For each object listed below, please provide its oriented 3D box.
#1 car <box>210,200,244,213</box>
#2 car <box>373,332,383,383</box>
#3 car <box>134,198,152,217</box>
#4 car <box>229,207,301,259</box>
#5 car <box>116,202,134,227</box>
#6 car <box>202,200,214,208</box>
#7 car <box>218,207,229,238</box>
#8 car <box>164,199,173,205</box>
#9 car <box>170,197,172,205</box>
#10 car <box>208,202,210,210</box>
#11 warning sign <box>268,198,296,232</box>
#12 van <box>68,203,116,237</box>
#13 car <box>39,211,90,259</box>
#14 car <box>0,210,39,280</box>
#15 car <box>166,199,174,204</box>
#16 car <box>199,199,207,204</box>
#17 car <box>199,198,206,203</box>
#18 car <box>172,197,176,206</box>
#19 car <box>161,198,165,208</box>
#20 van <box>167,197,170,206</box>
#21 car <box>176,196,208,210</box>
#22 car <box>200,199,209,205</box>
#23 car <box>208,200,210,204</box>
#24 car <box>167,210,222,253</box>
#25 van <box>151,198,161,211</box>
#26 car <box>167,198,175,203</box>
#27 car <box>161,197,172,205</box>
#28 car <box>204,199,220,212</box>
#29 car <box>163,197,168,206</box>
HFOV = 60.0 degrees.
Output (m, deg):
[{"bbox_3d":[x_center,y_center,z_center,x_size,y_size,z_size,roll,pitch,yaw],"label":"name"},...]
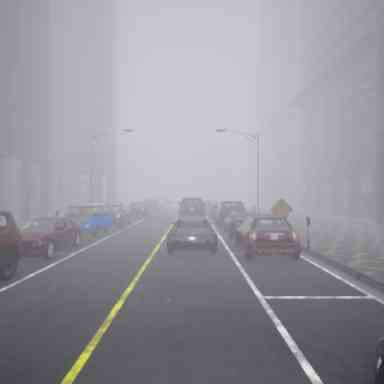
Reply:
[{"bbox_3d":[2.770,1.545,24.361,2.192,1.841,5.009,0,-1,0],"label":"car"},{"bbox_3d":[2.761,1.569,1.815,2.008,1.369,4.403,0,-1,0],"label":"car"},{"bbox_3d":[-5.750,1.777,35.627,1.967,1.590,4.097,0,-1,0],"label":"car"},{"bbox_3d":[2.765,1.564,13.087,1.967,1.590,4.097,0,-1,0],"label":"car"},{"bbox_3d":[-5.755,1.670,24.354,1.967,1.590,4.097,0,-1,0],"label":"car"},{"bbox_3d":[2.785,2.118,58.174,1.947,1.339,4.313,0,-1,0],"label":"car"},{"bbox_3d":[2.768,1.743,18.722,1.947,1.339,4.313,0,-1,0],"label":"car"},{"bbox_3d":[-5.731,2.340,80.717,1.947,1.339,4.313,0,-1,0],"label":"car"},{"bbox_3d":[-5.736,2.103,69.445,1.967,1.590,4.097,0,-1,0],"label":"car"},{"bbox_3d":[2.773,1.828,29.995,1.887,1.381,4.507,0,-1,0],"label":"car"},{"bbox_3d":[5.079,1.294,18.883,1.300,1.860,1.060,0,0,0],"label":"warning sign"},{"bbox_3d":[-5.758,1.518,18.719,1.690,1.788,3.998,0,-1,0],"label":"van"},{"bbox_3d":[-5.759,1.669,13.080,1.887,1.381,4.507,0,-1,0],"label":"car"},{"bbox_3d":[-5.762,1.386,7.446,2.192,1.841,5.009,0,-1,0],"label":"car"},{"bbox_3d":[-5.728,2.396,86.353,1.947,1.339,4.313,0,-1,0],"label":"car"},{"bbox_3d":[2.797,2.412,86.355,1.802,1.307,4.206,0,-1,0],"label":"car"},{"bbox_3d":[2.799,2.469,91.991,1.802,1.307,4.206,0,-1,0],"label":"car"},{"bbox_3d":[-2.970,2.226,70.983,1.994,1.385,4.181,0,-1,0],"label":"car"},{"bbox_3d":[-5.743,2.021,52.366,1.752,1.417,4.829,0,-1,0],"label":"car"},{"bbox_3d":[-5.739,1.948,63.810,1.690,1.788,3.998,0,-1,0],"label":"van"},{"bbox_3d":[0.013,1.491,29.017,2.150,2.045,5.566,0,0,0],"label":"car"},{"bbox_3d":[2.792,2.300,75.083,1.802,1.307,4.206,0,-1,0],"label":"car"},{"bbox_3d":[2.775,1.902,35.631,1.947,1.339,4.313,0,-1,0],"label":"car"},{"bbox_3d":[0.010,1.700,14.264,1.994,1.385,4.181,0,0,0],"label":"car"},{"bbox_3d":[-5.746,1.784,46.901,1.690,1.788,3.998,0,-1,0],"label":"van"},{"bbox_3d":[-5.726,2.438,91.989,2.008,1.369,4.403,0,-1,0],"label":"car"},{"bbox_3d":[-5.734,2.033,75.083,2.192,1.841,5.009,0,-1,0],"label":"car"},{"bbox_3d":[2.780,1.883,46.903,1.967,1.590,4.097,0,-1,0],"label":"car"},{"bbox_3d":[-5.740,2.102,58.171,2.008,1.369,4.403,0,-1,0],"label":"car"}]
